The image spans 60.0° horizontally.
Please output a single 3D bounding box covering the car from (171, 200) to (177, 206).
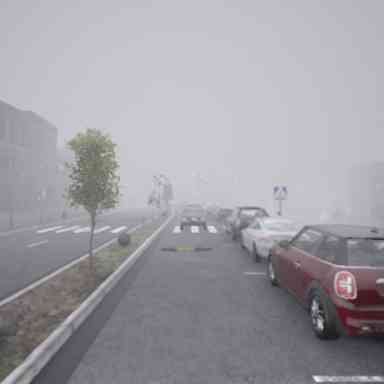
[{"bbox_3d":[-3.505,3.142,89.564,2.002,1.452,4.674,0,-2,-12],"label":"car"}]

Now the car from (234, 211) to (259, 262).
[{"bbox_3d":[2.993,1.660,12.529,2.002,1.452,4.674,0,-1,0],"label":"car"}]

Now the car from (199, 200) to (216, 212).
[{"bbox_3d":[2.278,2.060,51.086,2.185,1.767,4.553,0,-1,-4],"label":"car"}]

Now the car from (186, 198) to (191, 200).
[{"bbox_3d":[0.505,2.489,67.653,2.231,1.521,4.892,0,-1,-7],"label":"car"}]

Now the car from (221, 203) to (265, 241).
[{"bbox_3d":[2.991,1.557,18.024,2.185,1.767,4.553,0,-1,0],"label":"car"}]

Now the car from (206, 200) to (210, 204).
[{"bbox_3d":[2.977,1.889,34.483,2.231,1.521,4.892,0,-1,0],"label":"car"}]

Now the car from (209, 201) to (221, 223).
[{"bbox_3d":[2.987,1.812,28.963,2.231,1.521,4.892,0,-1,0],"label":"car"}]

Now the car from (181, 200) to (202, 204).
[{"bbox_3d":[-0.172,2.038,41.733,1.837,1.490,4.892,0,-2,-2],"label":"car"}]

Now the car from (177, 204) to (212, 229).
[{"bbox_3d":[0.100,1.816,23.798,2.033,1.411,5.357,0,-1,0],"label":"car"}]

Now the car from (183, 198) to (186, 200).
[{"bbox_3d":[-0.338,2.485,73.227,2.185,1.767,4.553,0,-1,-9],"label":"car"}]

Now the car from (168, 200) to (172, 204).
[{"bbox_3d":[-4.777,3.349,94.955,2.002,1.452,4.674,0,-2,-14],"label":"car"}]

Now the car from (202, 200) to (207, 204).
[{"bbox_3d":[2.628,2.085,45.572,2.097,1.535,5.008,0,-1,-2],"label":"car"}]

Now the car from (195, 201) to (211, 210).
[{"bbox_3d":[1.780,2.318,56.789,2.163,1.488,4.792,0,-1,-5],"label":"car"}]

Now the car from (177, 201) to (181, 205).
[{"bbox_3d":[-1.278,2.502,78.760,2.435,2.045,5.566,0,-1,-10],"label":"car"}]

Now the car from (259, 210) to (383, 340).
[{"bbox_3d":[2.995,1.430,6.855,2.185,1.767,4.553,0,-1,0],"label":"car"}]

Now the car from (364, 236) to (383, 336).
[{"bbox_3d":[2.997,1.371,1.335,2.185,1.767,4.553,0,-1,0],"label":"car"}]
